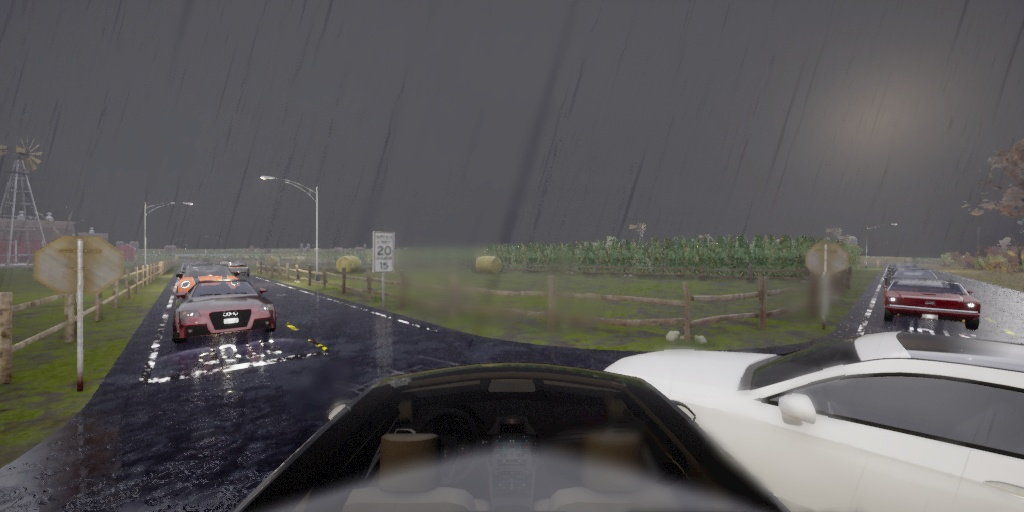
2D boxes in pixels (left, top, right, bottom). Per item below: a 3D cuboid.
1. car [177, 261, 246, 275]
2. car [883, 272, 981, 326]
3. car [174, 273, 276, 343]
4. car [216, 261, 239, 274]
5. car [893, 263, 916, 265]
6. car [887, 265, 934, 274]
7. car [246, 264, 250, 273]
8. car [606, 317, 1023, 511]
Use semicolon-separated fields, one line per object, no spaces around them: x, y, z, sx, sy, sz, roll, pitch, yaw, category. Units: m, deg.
-13.869;1.148;16.401;2.097;1.767;4.553;0;0;-42;car
13.412;1.398;11.651;4.718;1.301;1.895;0;1;-44;car
-8.031;1.359;9.973;1.994;1.385;4.181;0;0;-43;car
-34.107;1.325;42.897;1.837;1.490;4.892;0;0;-42;car
27.122;1.402;24.600;4.181;1.385;1.994;0;1;-43;car
20.427;1.364;18.282;5.357;1.411;2.033;0;1;-43;car
-27.316;1.300;35.504;2.128;1.511;4.902;0;0;-42;car
2.819;1.293;2.489;1.812;1.442;4.674;0;1;-44;car
